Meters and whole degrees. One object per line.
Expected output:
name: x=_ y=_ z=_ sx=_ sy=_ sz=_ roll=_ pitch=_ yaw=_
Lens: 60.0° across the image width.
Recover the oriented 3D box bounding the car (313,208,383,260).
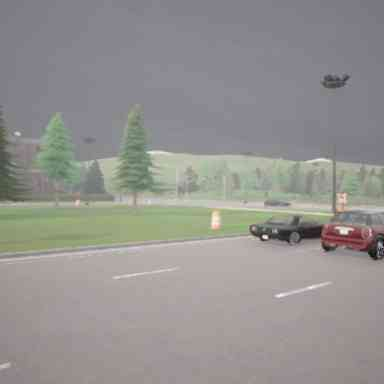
car: x=7.266 y=1.502 z=13.328 sx=4.553 sy=1.767 sz=2.097 roll=1 pitch=-1 yaw=-35

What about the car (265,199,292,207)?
car: x=16.205 y=2.101 z=62.939 sx=2.033 sy=1.411 sz=5.357 roll=1 pitch=0 yaw=-34

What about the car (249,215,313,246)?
car: x=5.086 y=1.750 z=16.077 sx=4.718 sy=1.301 sz=1.895 roll=1 pitch=0 yaw=-35
